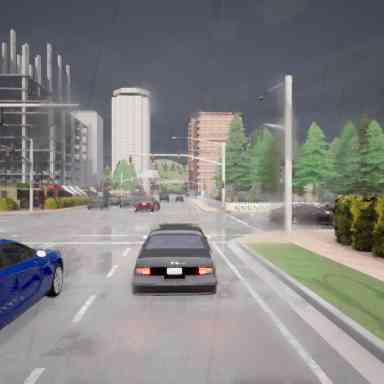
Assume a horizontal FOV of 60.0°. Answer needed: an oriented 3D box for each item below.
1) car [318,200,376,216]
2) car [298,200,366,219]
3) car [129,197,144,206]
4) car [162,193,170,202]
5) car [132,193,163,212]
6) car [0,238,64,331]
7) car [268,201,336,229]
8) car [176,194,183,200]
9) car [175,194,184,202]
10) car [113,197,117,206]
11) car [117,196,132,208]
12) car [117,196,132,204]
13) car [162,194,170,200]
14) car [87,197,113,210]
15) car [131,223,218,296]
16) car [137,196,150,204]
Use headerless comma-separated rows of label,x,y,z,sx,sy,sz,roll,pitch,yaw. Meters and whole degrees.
car,14.714,1.526,31.691,4.674,1.442,1.812,0,0,-1
car,11.779,1.478,28.178,5.008,1.535,1.882,0,0,-1
car,-9.175,1.564,55.191,1.994,1.385,4.181,0,0,-2
car,-6.317,1.217,75.211,2.150,2.045,5.566,0,0,-2
car,-5.012,1.352,38.027,2.097,1.767,4.553,0,0,5
car,-3.723,1.478,5.526,1.882,1.535,5.008,0,0,-3
car,7.285,1.505,20.927,4.892,1.490,1.837,0,0,-1
car,-3.167,1.326,84.873,1.837,1.490,4.892,0,0,-2
car,-2.831,1.493,75.659,1.837,1.490,4.892,0,0,-2
car,-12.635,1.547,53.858,2.033,1.411,5.357,0,0,-2
car,-8.881,1.564,46.829,1.994,1.385,4.181,0,0,-2
car,-12.963,1.547,64.406,2.033,1.411,5.357,0,0,-1
car,-6.665,1.351,84.745,1.812,1.442,4.674,0,0,-2
car,-12.278,1.547,43.820,2.033,1.411,5.357,0,0,-2
car,-0.409,1.547,8.820,2.033,1.411,5.357,0,0,-2
car,-9.486,1.564,65.144,1.994,1.385,4.181,0,0,-1
